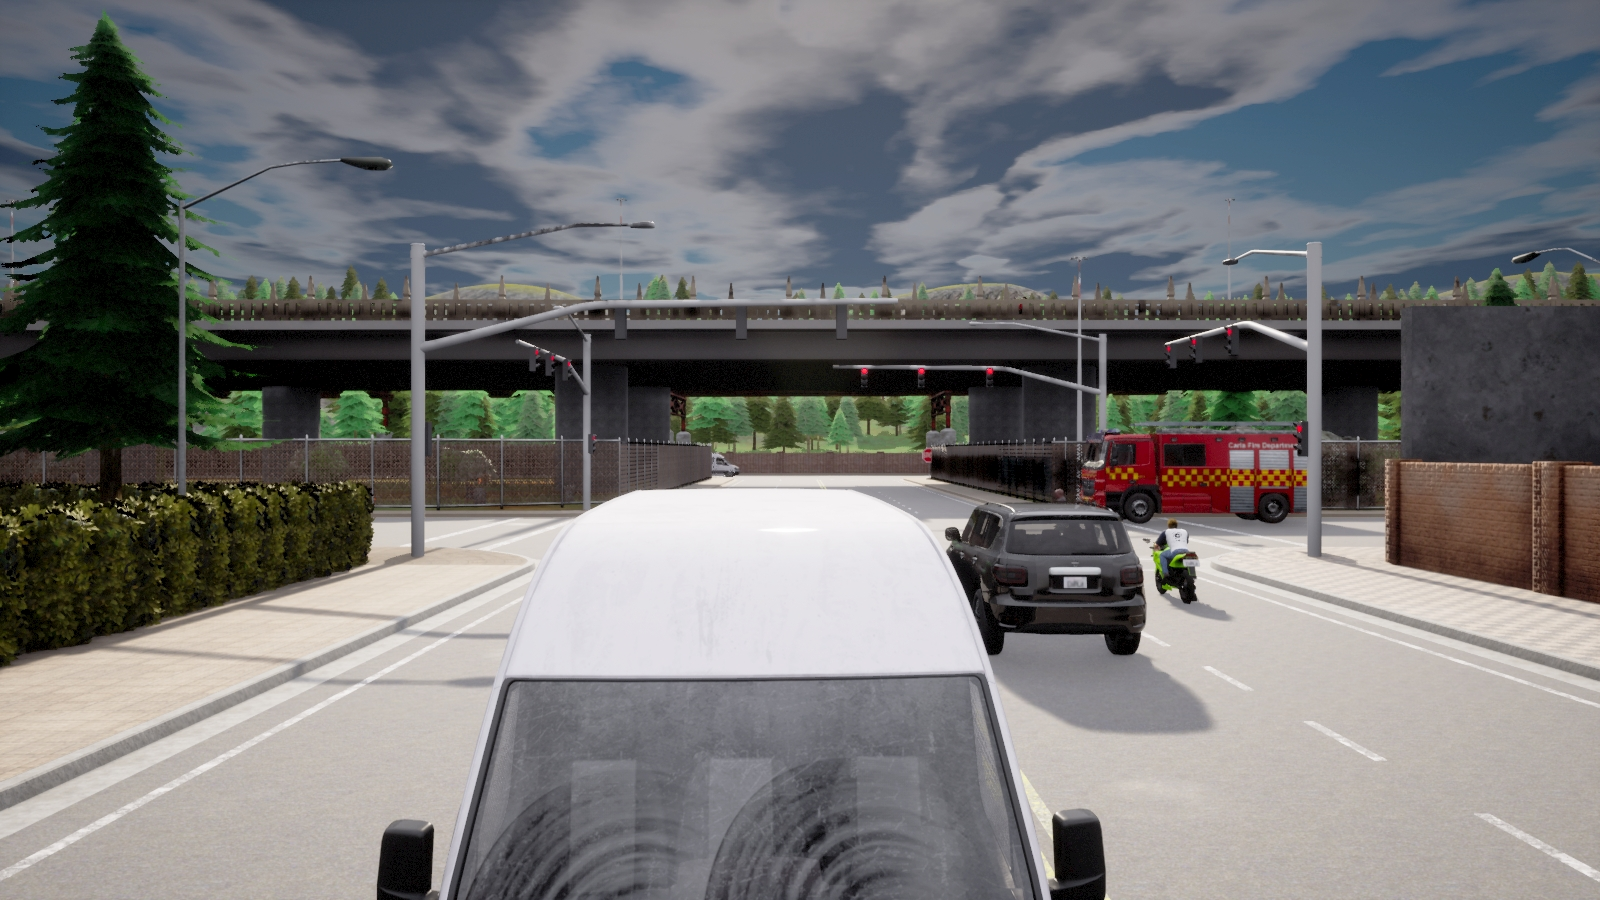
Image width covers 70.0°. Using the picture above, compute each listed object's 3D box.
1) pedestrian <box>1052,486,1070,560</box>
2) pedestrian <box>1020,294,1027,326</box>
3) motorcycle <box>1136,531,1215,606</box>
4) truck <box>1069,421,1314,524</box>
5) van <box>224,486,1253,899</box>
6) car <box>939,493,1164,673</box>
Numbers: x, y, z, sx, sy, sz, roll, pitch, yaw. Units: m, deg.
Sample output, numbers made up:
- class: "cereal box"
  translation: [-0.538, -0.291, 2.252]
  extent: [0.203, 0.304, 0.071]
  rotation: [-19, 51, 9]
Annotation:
- class: "pedestrian"
  translation: [6.618, 1.841, 28.974]
  extent: [0.375, 1.860, 0.375]
  rotation: [0, 0, -1]
- class: "pedestrian"
  translation: [13.248, -8.300, 67.735]
  extent: [0.375, 1.860, 0.375]
  rotation: [0, 0, 0]
- class: "motorcycle"
  translation: [6.995, 2.187, 21.401]
  extent: [0.803, 1.199, 2.033]
  rotation: [0, 0, 0]
- class: "truck"
  translation: [15.008, 0.840, 44.240]
  extent: [8.468, 3.827, 2.891]
  rotation: [0, 0, 0]
- class: "van"
  translation: [-0.245, 1.535, 5.164]
  extent: [1.988, 2.561, 5.915]
  rotation: [0, 0, -3]
- class: "car"
  translation: [3.496, 1.780, 17.139]
  extent: [2.150, 2.045, 5.566]
  rotation: [0, 0, 0]
